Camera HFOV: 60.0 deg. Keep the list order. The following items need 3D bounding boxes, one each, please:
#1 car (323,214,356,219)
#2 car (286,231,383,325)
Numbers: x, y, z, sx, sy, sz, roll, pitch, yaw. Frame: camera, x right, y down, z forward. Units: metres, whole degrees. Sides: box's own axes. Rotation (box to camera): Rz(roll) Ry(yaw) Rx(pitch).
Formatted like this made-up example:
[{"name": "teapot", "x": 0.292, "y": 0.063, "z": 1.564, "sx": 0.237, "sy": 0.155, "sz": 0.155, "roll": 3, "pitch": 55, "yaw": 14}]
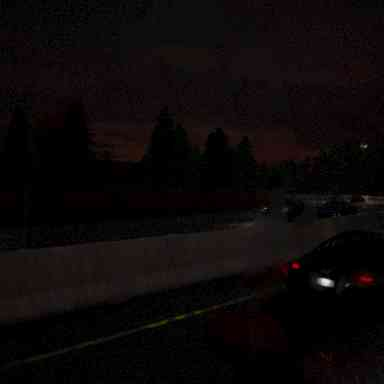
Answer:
[{"name": "car", "x": 10.082, "y": 1.398, "z": 23.230, "sx": 1.882, "sy": 1.535, "sz": 5.008, "roll": 0, "pitch": 0, "yaw": 40}, {"name": "car", "x": 3.872, "y": 1.537, "z": 7.084, "sx": 4.181, "sy": 1.385, "sz": 1.994, "roll": 0, "pitch": 0, "yaw": -40}]
